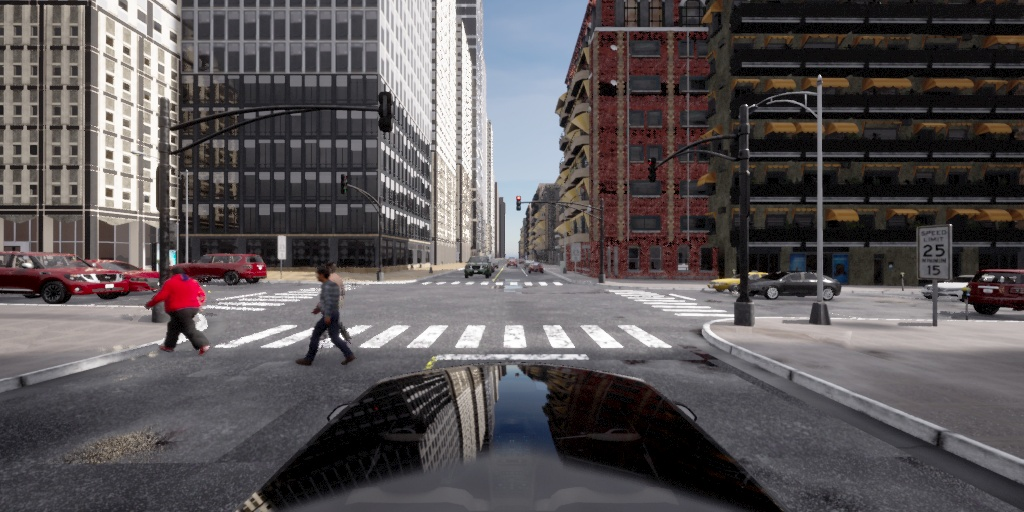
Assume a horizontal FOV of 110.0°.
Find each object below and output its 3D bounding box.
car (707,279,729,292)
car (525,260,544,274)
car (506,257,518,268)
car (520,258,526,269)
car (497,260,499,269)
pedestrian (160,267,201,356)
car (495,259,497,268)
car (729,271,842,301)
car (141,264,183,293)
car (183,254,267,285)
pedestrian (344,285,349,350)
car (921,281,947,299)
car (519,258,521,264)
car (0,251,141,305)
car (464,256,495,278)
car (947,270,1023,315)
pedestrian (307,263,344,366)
[{"bbox_3d":[14.634,1.587,22.028,4.829,1.417,1.751,0,0,0],"label":"car"},{"bbox_3d":[2.749,1.341,41.728,1.802,1.307,4.207,0,0,0],"label":"car"},{"bbox_3d":[0.013,1.298,63.911,1.812,1.442,4.674,0,0,0],"label":"car"},{"bbox_3d":[2.701,1.317,54.645,2.007,1.370,4.403,0,0,0],"label":"car"},{"bbox_3d":[-3.070,1.246,57.128,1.882,1.535,5.008,0,0,0],"label":"car"},{"bbox_3d":[-6.612,1.044,7.166,0.375,1.860,0.375,0,0,0],"label":"pedestrian"},{"bbox_3d":[-3.085,1.286,43.704,1.812,1.442,4.674,0,0,0],"label":"car"},{"bbox_3d":[14.946,1.562,19.444,4.892,1.490,1.837,1,0,0],"label":"car"},{"bbox_3d":[-18.158,0.916,15.960,5.008,1.535,1.882,1,0,0],"label":"car"},{"bbox_3d":[-17.706,0.776,21.753,5.009,1.841,2.192,0,0,0],"label":"car"},{"bbox_3d":[-3.902,1.044,7.867,0.375,1.860,0.375,0,0,0],"label":"pedestrian"},{"bbox_3d":[25.277,1.771,19.528,4.674,1.442,1.812,1,0,-1],"label":"car"},{"bbox_3d":[2.703,1.320,60.293,2.007,1.370,4.403,0,0,0],"label":"car"},{"bbox_3d":[-17.573,0.757,13.373,5.009,1.841,2.192,0,0,0],"label":"car"},{"bbox_3d":[-3.093,0.977,33.630,2.150,2.045,5.566,0,0,0],"label":"car"},{"bbox_3d":[20.601,1.461,13.731,5.009,1.841,2.192,0,0,0],"label":"car"},{"bbox_3d":[-3.362,1.044,6.466,0.375,1.860,0.375,0,0,0],"label":"pedestrian"}]
